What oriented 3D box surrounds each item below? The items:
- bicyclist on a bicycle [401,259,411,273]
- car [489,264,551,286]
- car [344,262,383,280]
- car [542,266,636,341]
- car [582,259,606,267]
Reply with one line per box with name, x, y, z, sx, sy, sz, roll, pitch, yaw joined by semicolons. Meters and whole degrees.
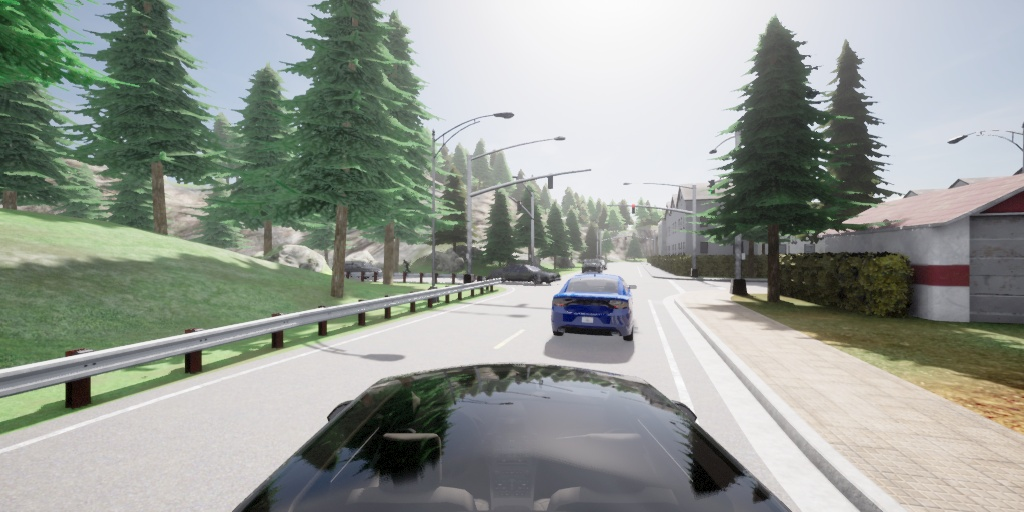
bicyclist on a bicycle;-11.291;1.167;38.122;0.582;1.620;1.656;-2;5;18
car;0.854;1.306;25.875;5.357;1.411;2.033;0;0;34
car;-13.385;1.258;31.388;4.902;1.511;2.128;0;0;18
car;2.412;1.228;10.092;1.882;1.535;5.008;0;0;18
car;9.614;1.102;42.821;2.097;1.767;4.553;0;0;19
